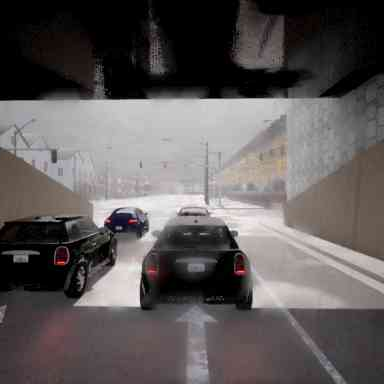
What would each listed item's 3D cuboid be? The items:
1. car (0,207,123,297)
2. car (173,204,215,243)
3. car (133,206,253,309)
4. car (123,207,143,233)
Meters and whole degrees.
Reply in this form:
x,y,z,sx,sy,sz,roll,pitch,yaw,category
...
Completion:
x,y,z,sx,sy,sz,roll,pitch,yaw,category
-3.413,1.352,8.760,2.097,1.767,4.553,0,0,0,car
0.091,1.478,17.265,1.882,1.535,5.008,0,0,0,car
0.081,1.352,7.997,2.097,1.767,4.553,0,0,0,car
-3.409,1.526,17.812,1.812,1.442,4.674,0,0,0,car
